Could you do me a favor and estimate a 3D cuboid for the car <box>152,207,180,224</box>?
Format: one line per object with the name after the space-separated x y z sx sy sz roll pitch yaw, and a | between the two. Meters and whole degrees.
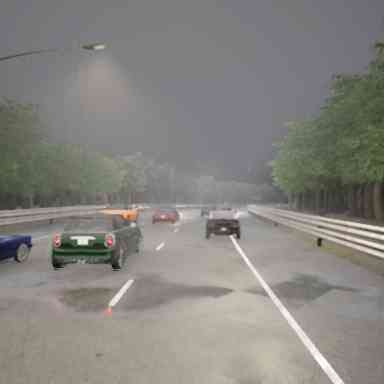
-2.228 2.029 29.337 1.994 1.385 4.181 0 -1 4 | car

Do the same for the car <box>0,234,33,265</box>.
-6.731 1.748 9.942 1.895 1.301 4.718 0 -1 1 | car

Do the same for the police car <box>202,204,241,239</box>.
1.742 1.729 19.510 1.930 1.638 5.238 0 -1 3 | police car

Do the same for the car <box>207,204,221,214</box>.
3.509 2.646 52.654 1.994 1.385 4.181 0 -2 8 | car

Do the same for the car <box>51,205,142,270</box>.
-3.156 1.533 11.937 2.097 1.767 4.553 0 -1 2 | car
